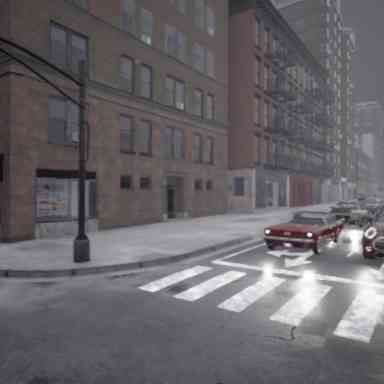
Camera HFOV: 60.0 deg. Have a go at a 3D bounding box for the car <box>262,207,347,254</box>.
[{"bbox_3d":[4.454,1.446,12.991,1.895,1.301,4.718,0,1,35],"label":"car"}]

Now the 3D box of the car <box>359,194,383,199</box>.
[{"bbox_3d":[14.497,1.179,27.426,1.837,1.490,4.892,0,1,35],"label":"car"}]

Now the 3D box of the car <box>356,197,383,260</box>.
[{"bbox_3d":[7.068,1.207,11.057,2.097,1.767,4.553,0,1,35],"label":"car"}]

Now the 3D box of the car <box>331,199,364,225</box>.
[{"bbox_3d":[9.448,1.323,20.203,1.994,1.385,4.181,0,1,33],"label":"car"}]
